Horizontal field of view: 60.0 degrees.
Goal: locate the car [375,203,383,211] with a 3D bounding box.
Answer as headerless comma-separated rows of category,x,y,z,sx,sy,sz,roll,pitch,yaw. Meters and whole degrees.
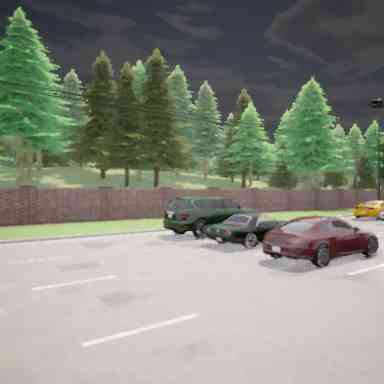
car,15.107,1.606,23.179,4.718,1.301,1.895,0,0,-35

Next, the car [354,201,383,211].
car,15.516,1.484,27.751,5.008,1.535,1.882,0,0,-35

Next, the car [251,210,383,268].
car,4.397,1.528,11.242,4.674,1.442,1.812,0,0,-35

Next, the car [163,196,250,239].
car,1.153,1.226,17.516,5.566,2.045,2.150,0,0,-35

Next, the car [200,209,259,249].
car,2.897,1.603,14.465,4.718,1.301,1.895,0,0,-35
